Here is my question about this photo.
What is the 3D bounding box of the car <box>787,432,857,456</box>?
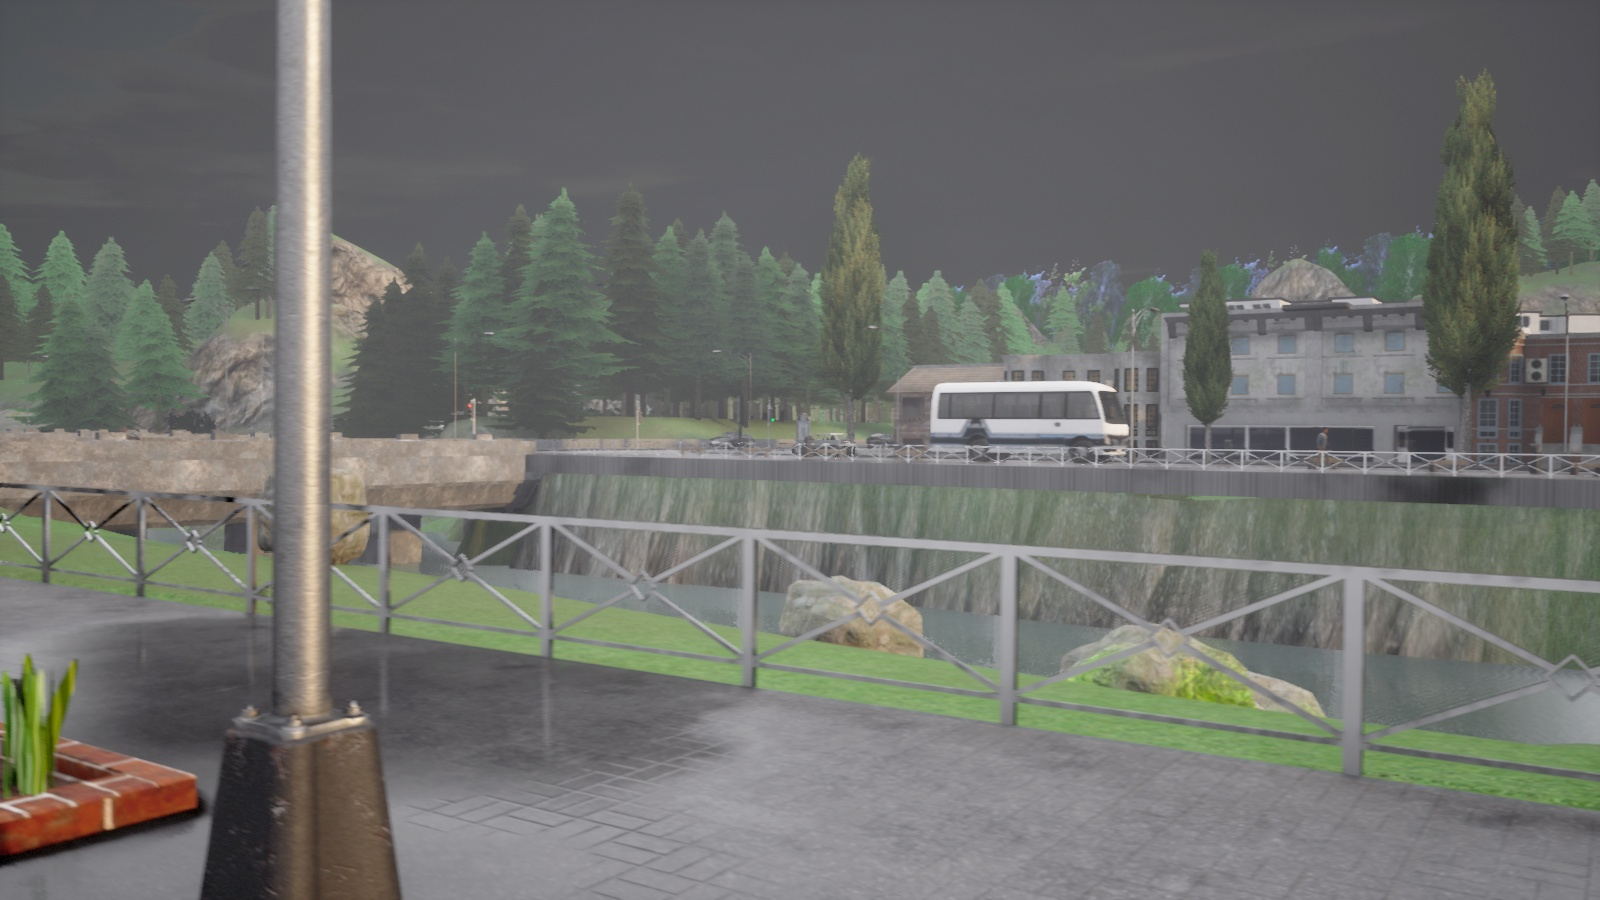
[{"bbox_3d":[1.352,-0.373,77.305,3.806,1.475,1.970,0,1,34],"label":"car"}]

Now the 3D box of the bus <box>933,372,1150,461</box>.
[{"bbox_3d":[12.437,-1.648,65.134,10.273,4.253,3.944,0,1,34],"label":"bus"}]

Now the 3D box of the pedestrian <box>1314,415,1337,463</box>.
[{"bbox_3d":[21.549,-0.458,51.497,0.788,1.949,0.423,0,1,38],"label":"pedestrian"}]
